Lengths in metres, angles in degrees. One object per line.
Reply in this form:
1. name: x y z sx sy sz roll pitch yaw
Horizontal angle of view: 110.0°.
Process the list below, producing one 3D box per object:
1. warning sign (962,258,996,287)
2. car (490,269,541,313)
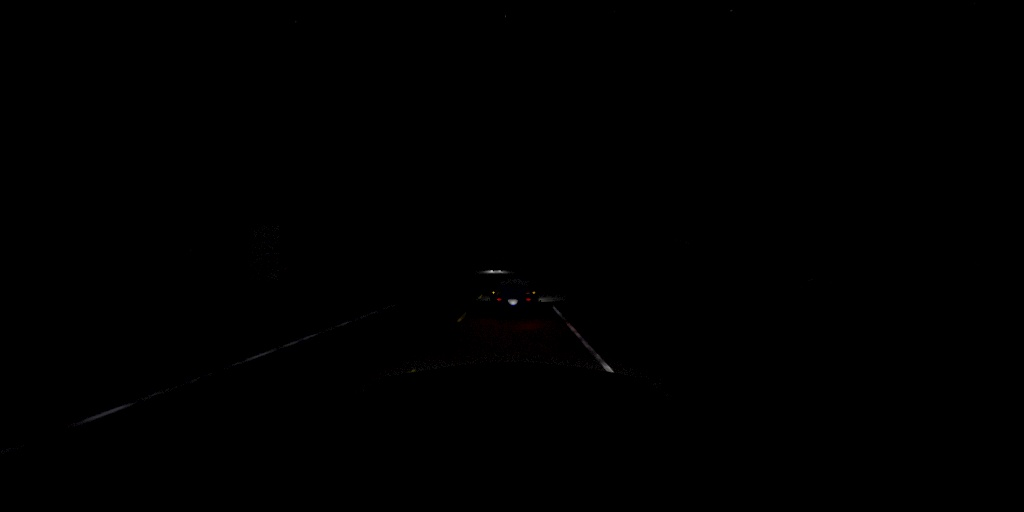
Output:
1. warning sign: 30.761 1.058 23.621 1.060 1.860 1.300 0 0 5
2. car: 0.195 1.444 14.795 1.812 1.442 4.674 0 0 4
